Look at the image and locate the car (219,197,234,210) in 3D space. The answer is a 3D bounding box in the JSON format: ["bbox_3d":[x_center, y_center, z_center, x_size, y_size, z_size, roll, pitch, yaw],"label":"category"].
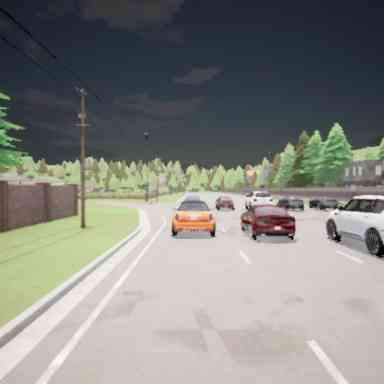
[{"bbox_3d":[3.609,1.241,37.326,1.812,1.442,4.674,0,1,0],"label":"car"}]

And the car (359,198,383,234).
[{"bbox_3d":[10.605,1.224,16.788,2.097,1.767,4.553,0,0,0],"label":"car"}]

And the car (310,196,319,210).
[{"bbox_3d":[14.108,1.220,35.948,2.128,1.511,4.902,0,1,0],"label":"car"}]

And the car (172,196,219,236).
[{"bbox_3d":[0.047,1.217,17.562,2.097,1.767,4.553,0,0,-1],"label":"car"}]

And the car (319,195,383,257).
[{"bbox_3d":[7.103,1.125,12.641,2.150,2.045,5.566,0,0,0],"label":"car"}]

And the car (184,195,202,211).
[{"bbox_3d":[0.109,1.190,37.740,1.882,1.535,5.008,0,1,0],"label":"car"}]

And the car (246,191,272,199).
[{"bbox_3d":[7.109,0.951,35.687,2.150,2.045,5.566,0,1,0],"label":"car"}]

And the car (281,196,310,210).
[{"bbox_3d":[10.609,1.219,35.953,2.128,1.511,4.902,0,1,0],"label":"car"}]

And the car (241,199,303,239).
[{"bbox_3d":[3.604,1.352,16.452,1.882,1.535,5.008,0,1,0],"label":"car"}]
